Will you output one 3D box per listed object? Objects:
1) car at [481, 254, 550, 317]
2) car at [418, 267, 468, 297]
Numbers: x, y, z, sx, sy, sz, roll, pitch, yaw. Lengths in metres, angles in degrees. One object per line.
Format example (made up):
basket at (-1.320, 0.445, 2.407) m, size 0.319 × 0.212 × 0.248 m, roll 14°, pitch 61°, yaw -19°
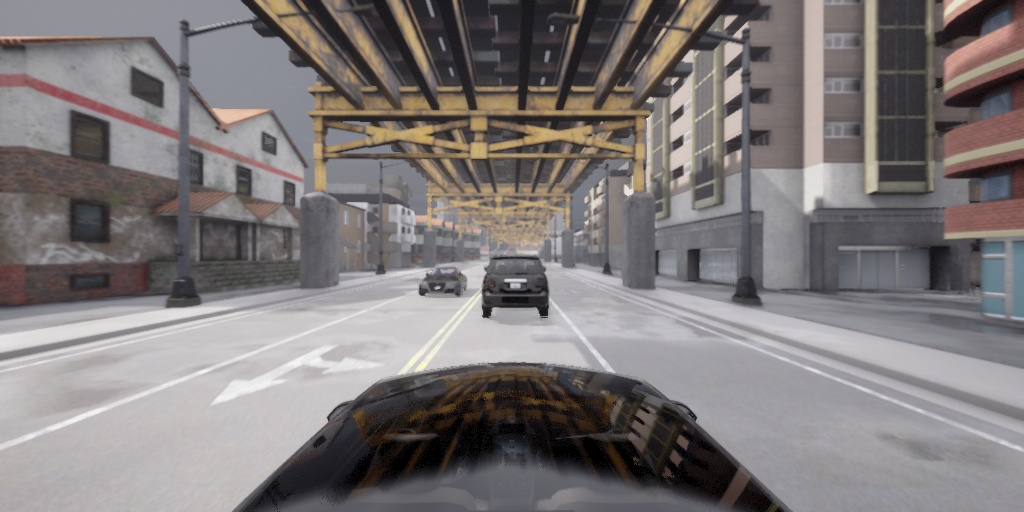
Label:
car at (0.112, 0.963, 13.211) m, size 2.150 × 2.045 × 5.566 m, roll 0°, pitch 0°, yaw 0°
car at (-3.480, 1.285, 18.716) m, size 1.994 × 1.385 × 4.181 m, roll 0°, pitch 0°, yaw 0°
